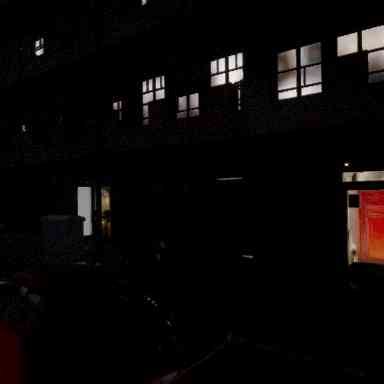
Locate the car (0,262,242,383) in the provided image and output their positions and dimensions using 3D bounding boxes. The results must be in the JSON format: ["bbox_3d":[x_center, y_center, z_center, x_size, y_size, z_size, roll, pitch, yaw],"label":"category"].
[{"bbox_3d":[-1.608,1.543,4.039,4.507,1.381,1.887,0,-1,36],"label":"car"}]
